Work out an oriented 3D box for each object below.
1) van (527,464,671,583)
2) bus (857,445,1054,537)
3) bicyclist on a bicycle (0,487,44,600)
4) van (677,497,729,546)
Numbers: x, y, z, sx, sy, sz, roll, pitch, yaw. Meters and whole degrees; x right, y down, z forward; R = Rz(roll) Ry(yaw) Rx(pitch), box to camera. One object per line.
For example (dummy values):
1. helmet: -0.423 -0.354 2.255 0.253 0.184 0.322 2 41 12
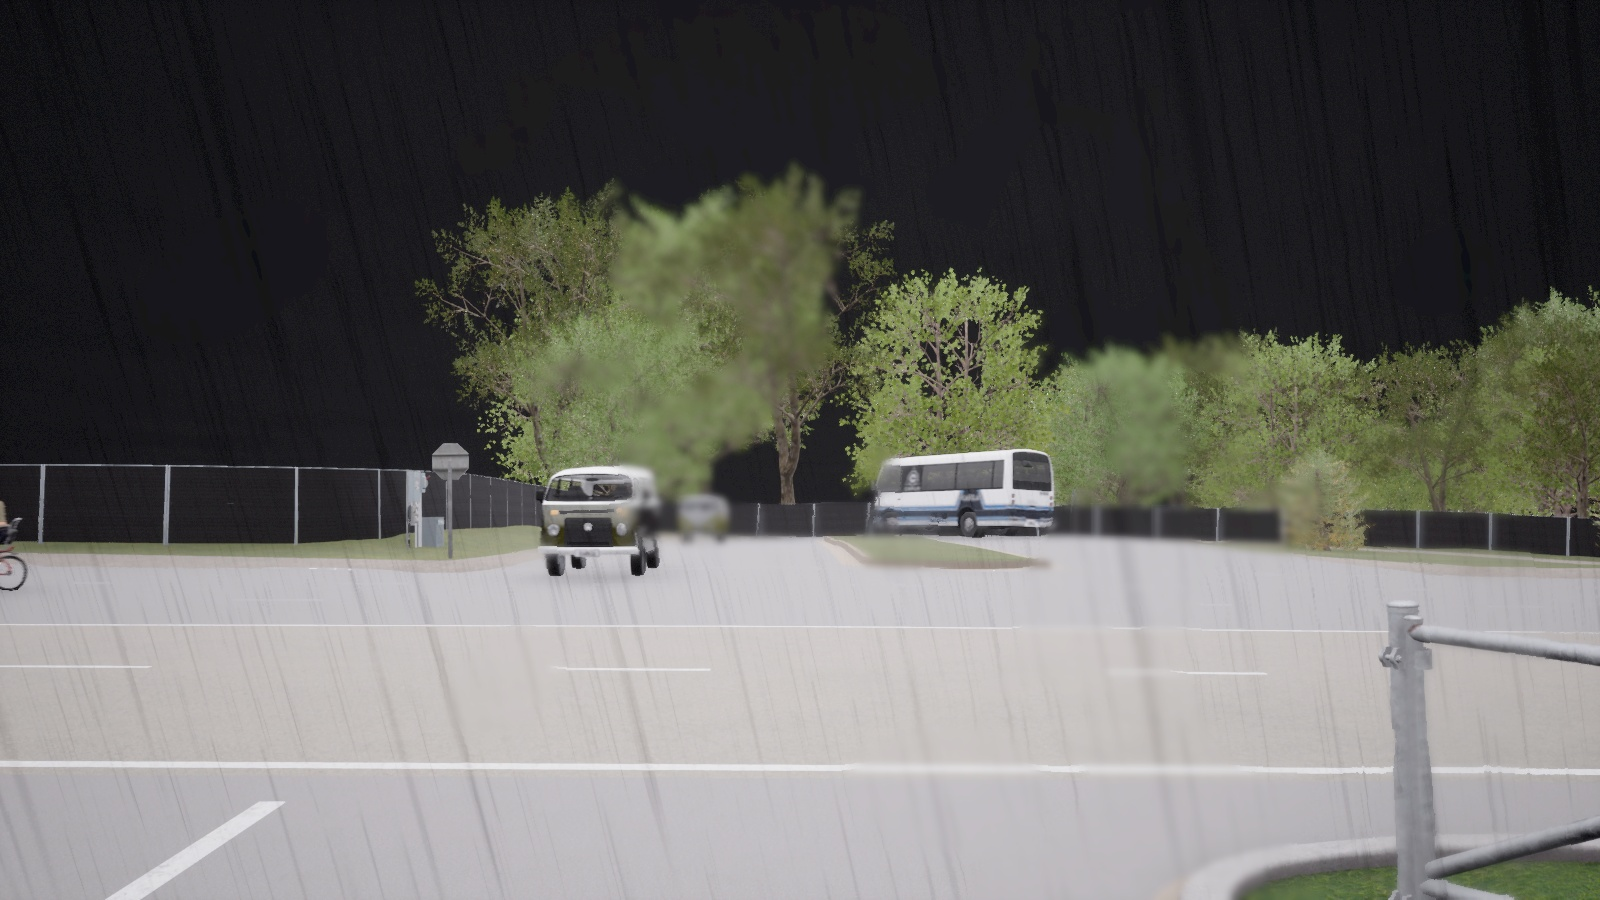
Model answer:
1. van: -3.722 1.356 24.020 2.069 2.038 4.480 -1 -2 -1
2. bus: 7.756 2.303 64.435 3.944 4.253 10.273 4 -6 -37
3. bicyclist on a bicycle: -12.131 1.367 18.435 1.509 1.612 0.866 0 -3 -2
4. van: -4.111 3.075 53.937 1.775 1.987 4.442 -2 -4 1
